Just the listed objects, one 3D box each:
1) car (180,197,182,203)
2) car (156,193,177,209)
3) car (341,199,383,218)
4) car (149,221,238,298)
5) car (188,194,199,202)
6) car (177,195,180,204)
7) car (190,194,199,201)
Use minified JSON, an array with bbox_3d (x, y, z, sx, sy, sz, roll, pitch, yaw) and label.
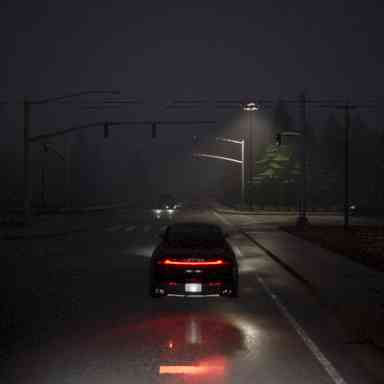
[{"bbox_3d":[-3.260,1.494,71.680,1.837,1.490,4.892,0,0,1],"label":"car"},{"bbox_3d":[-3.591,1.221,45.938,2.150,2.045,5.566,0,0,0],"label":"car"},{"bbox_3d":[15.760,1.379,29.638,4.553,1.767,2.097,0,0,1],"label":"car"},{"bbox_3d":[0.049,1.501,8.525,1.837,1.490,4.892,0,0,1],"label":"car"},{"bbox_3d":[0.286,1.352,73.218,2.097,1.767,4.553,0,0,2],"label":"car"},{"bbox_3d":[-3.546,1.564,57.495,1.994,1.385,4.181,0,0,1],"label":"car"},{"bbox_3d":[0.671,1.297,83.258,2.097,1.767,4.553,0,0,2],"label":"car"}]
